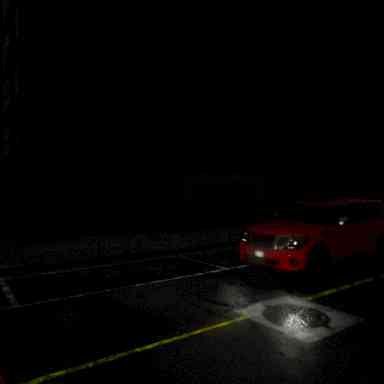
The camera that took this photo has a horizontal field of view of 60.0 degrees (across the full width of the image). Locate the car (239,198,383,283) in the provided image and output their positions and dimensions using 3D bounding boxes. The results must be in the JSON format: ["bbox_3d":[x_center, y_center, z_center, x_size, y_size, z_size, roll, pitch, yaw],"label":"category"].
[{"bbox_3d":[3.963,1.222,10.068,5.566,2.045,2.150,0,0,-35],"label":"car"}]

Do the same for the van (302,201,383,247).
[{"bbox_3d":[7.074,1.342,15.444,3.998,1.788,1.690,0,0,-36],"label":"van"}]

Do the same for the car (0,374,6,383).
[{"bbox_3d":[-3.551,1.224,0.776,5.566,2.045,2.150,0,0,-36],"label":"car"}]
